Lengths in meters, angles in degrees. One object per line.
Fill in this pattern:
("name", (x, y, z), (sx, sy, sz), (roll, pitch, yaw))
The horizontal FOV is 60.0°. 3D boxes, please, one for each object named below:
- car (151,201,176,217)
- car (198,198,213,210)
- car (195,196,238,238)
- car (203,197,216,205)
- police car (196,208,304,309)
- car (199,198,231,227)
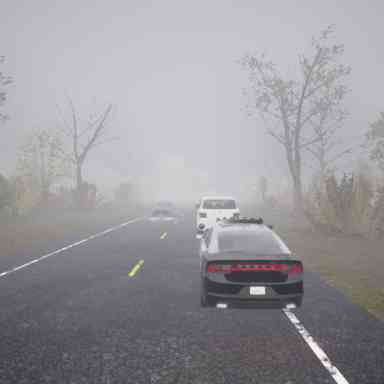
("car", (-2.572, 1.576, 31.606), (2.033, 1.411, 5.357), (0, 0, 3))
("car", (1.931, 1.582, 46.345), (1.837, 1.490, 4.892), (0, 0, 5))
("car", (1.367, 1.232, 17.961), (2.150, 2.045, 5.566), (0, 0, 2))
("car", (3.382, 1.707, 63.426), (2.033, 1.411, 5.357), (0, 0, 6))
("police car", (1.127, 1.428, 8.088), (1.930, 1.638, 5.238), (0, 0, 1))
("car", (1.584, 1.365, 23.870), (2.097, 1.767, 4.553), (0, 0, 2))
